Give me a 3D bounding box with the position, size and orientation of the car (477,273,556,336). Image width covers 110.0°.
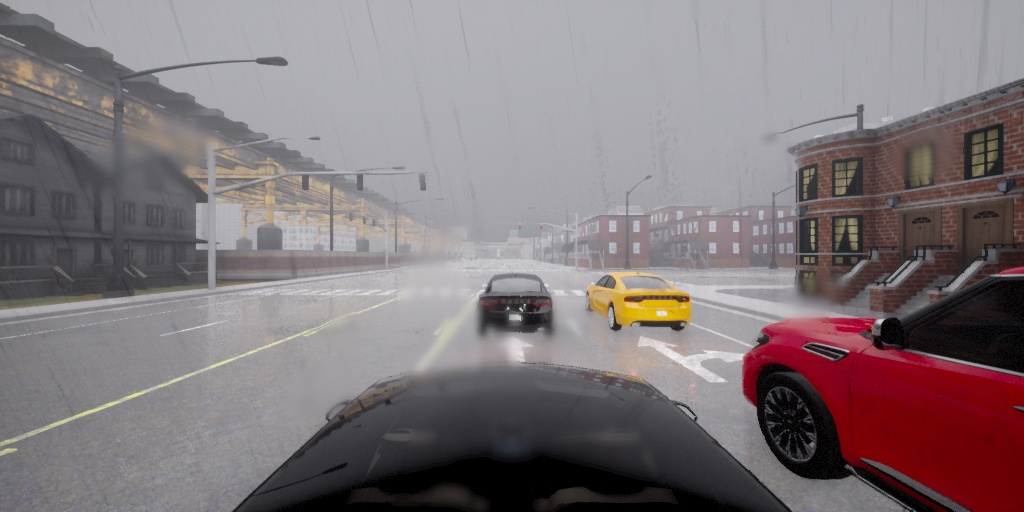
[{"bbox_3d":[0.102,1.228,10.392,1.882,1.535,5.008,0,0,0],"label":"car"}]

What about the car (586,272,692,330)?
[{"bbox_3d":[3.604,1.228,11.097,1.882,1.535,5.008,0,0,0],"label":"car"}]

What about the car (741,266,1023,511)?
[{"bbox_3d":[3.598,0.971,1.572,2.150,2.045,5.566,0,0,0],"label":"car"}]
